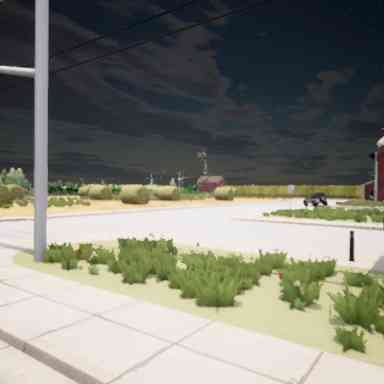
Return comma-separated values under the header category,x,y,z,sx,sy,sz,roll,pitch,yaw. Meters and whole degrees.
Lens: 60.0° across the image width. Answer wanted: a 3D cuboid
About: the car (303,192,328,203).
category,x,y,z,sx,sy,sz,roll,pitch,yaw
car,16.440,0.956,44.466,1.905,1.878,3.866,-5,-1,-8
